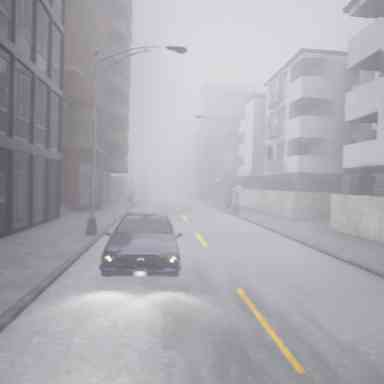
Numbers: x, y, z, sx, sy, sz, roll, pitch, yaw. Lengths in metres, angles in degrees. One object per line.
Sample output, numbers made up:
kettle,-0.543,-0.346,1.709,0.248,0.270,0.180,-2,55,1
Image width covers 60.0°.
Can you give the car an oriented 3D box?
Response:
car,-1.347,1.288,9.712,2.033,1.411,5.357,2,1,-6
